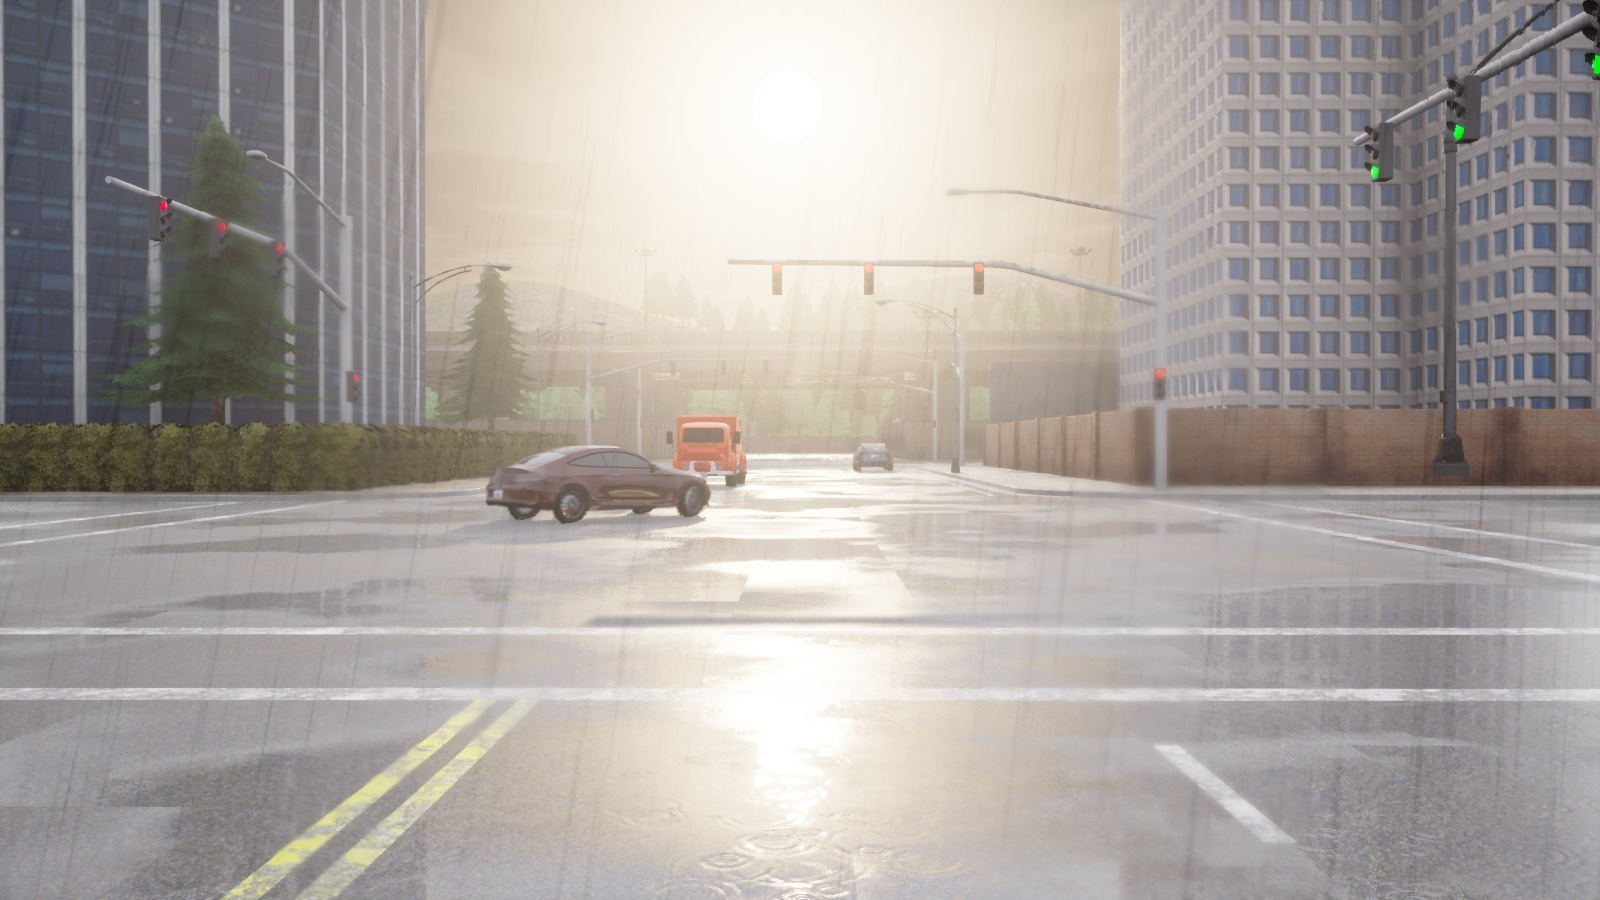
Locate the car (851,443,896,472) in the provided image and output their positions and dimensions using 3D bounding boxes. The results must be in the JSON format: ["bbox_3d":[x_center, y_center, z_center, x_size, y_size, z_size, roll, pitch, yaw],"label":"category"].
[{"bbox_3d":[3.876,0.370,67.134,2.163,1.488,4.792,0,0,0],"label":"car"}]

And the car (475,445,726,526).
[{"bbox_3d":[-3.828,0.630,24.712,4.674,1.442,1.812,0,1,-44],"label":"car"}]

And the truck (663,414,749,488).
[{"bbox_3d":[-3.246,0.006,44.496,2.627,2.467,5.204,0,0,0],"label":"truck"}]
